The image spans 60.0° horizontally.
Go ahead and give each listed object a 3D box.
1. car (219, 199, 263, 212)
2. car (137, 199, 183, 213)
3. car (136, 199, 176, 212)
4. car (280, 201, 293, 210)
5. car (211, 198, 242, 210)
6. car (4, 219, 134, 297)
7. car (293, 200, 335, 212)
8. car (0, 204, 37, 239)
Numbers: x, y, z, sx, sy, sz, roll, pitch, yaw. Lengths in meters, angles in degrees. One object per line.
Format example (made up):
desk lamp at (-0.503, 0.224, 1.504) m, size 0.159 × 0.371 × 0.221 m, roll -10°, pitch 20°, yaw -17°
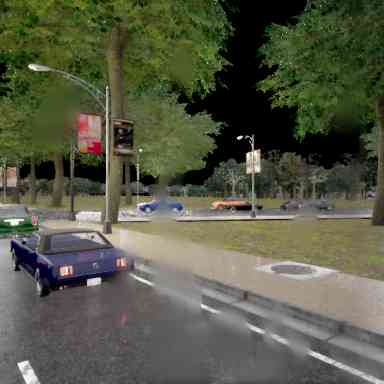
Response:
car at (6.198, 1.793, 40.882) m, size 4.718 × 1.301 × 1.895 m, roll 0°, pitch 0°, yaw -14°
car at (-3.567, 1.613, 38.428) m, size 5.008 × 1.535 × 1.882 m, roll 0°, pitch 0°, yaw -13°
car at (-4.532, 1.659, 41.529) m, size 4.674 × 1.442 × 1.812 m, roll 0°, pitch 0°, yaw -16°
car at (14.456, 1.813, 46.299) m, size 4.181 × 1.385 × 1.994 m, roll 0°, pitch 0°, yaw -14°
car at (4.789, 1.540, 43.879) m, size 4.553 × 1.767 × 2.097 m, roll 0°, pitch 0°, yaw -14°
car at (-3.412, 1.601, 8.763) m, size 1.895 × 1.301 × 4.718 m, roll 0°, pitch 0°, yaw -38°
car at (16.254, 1.747, 43.399) m, size 4.902 × 1.511 × 2.128 m, roll 0°, pitch 0°, yaw -14°
car at (-8.871, 1.353, 15.904) m, size 2.097 × 1.767 × 4.553 m, roll 0°, pitch 0°, yaw -37°
